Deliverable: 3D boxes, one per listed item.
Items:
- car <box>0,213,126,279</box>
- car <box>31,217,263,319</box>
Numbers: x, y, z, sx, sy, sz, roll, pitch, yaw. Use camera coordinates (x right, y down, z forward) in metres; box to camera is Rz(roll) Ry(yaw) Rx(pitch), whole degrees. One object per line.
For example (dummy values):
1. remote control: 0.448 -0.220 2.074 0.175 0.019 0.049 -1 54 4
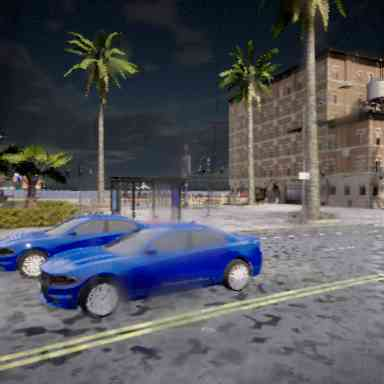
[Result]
1. car: -3.085 1.423 10.012 5.008 1.535 1.882 0 0 -32
2. car: -0.667 1.444 7.421 5.008 1.535 1.882 0 0 -32
